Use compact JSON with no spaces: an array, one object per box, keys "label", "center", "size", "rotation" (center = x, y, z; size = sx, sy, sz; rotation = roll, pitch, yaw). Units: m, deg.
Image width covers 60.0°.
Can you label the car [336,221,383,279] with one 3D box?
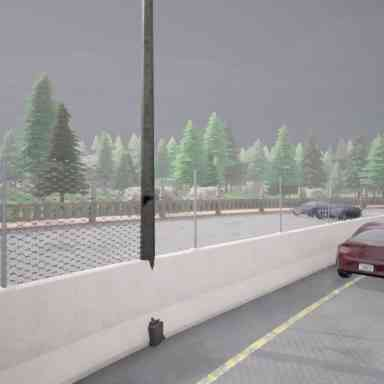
[{"label":"car","center":[5.507,1.526,9.112],"size":[1.812,1.442,4.674],"rotation":[0,0,44]}]
